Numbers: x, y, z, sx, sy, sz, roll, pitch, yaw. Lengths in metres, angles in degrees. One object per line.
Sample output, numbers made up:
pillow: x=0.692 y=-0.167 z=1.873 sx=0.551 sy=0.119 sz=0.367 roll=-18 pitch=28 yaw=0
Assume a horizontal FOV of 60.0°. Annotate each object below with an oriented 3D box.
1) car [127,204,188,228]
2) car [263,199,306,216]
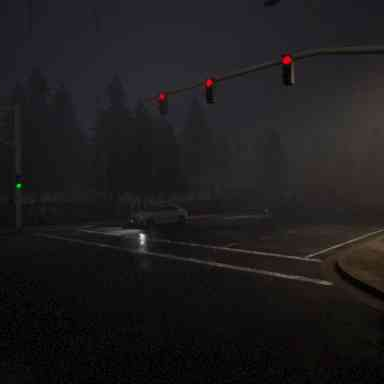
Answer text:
car: x=-2.238 y=1.577 z=22.768 sx=1.812 sy=1.442 sz=4.674 roll=-1 pitch=0 yaw=43
car: x=9.148 y=1.487 z=32.918 sx=4.902 sy=1.511 sz=2.128 roll=0 pitch=0 yaw=-32
